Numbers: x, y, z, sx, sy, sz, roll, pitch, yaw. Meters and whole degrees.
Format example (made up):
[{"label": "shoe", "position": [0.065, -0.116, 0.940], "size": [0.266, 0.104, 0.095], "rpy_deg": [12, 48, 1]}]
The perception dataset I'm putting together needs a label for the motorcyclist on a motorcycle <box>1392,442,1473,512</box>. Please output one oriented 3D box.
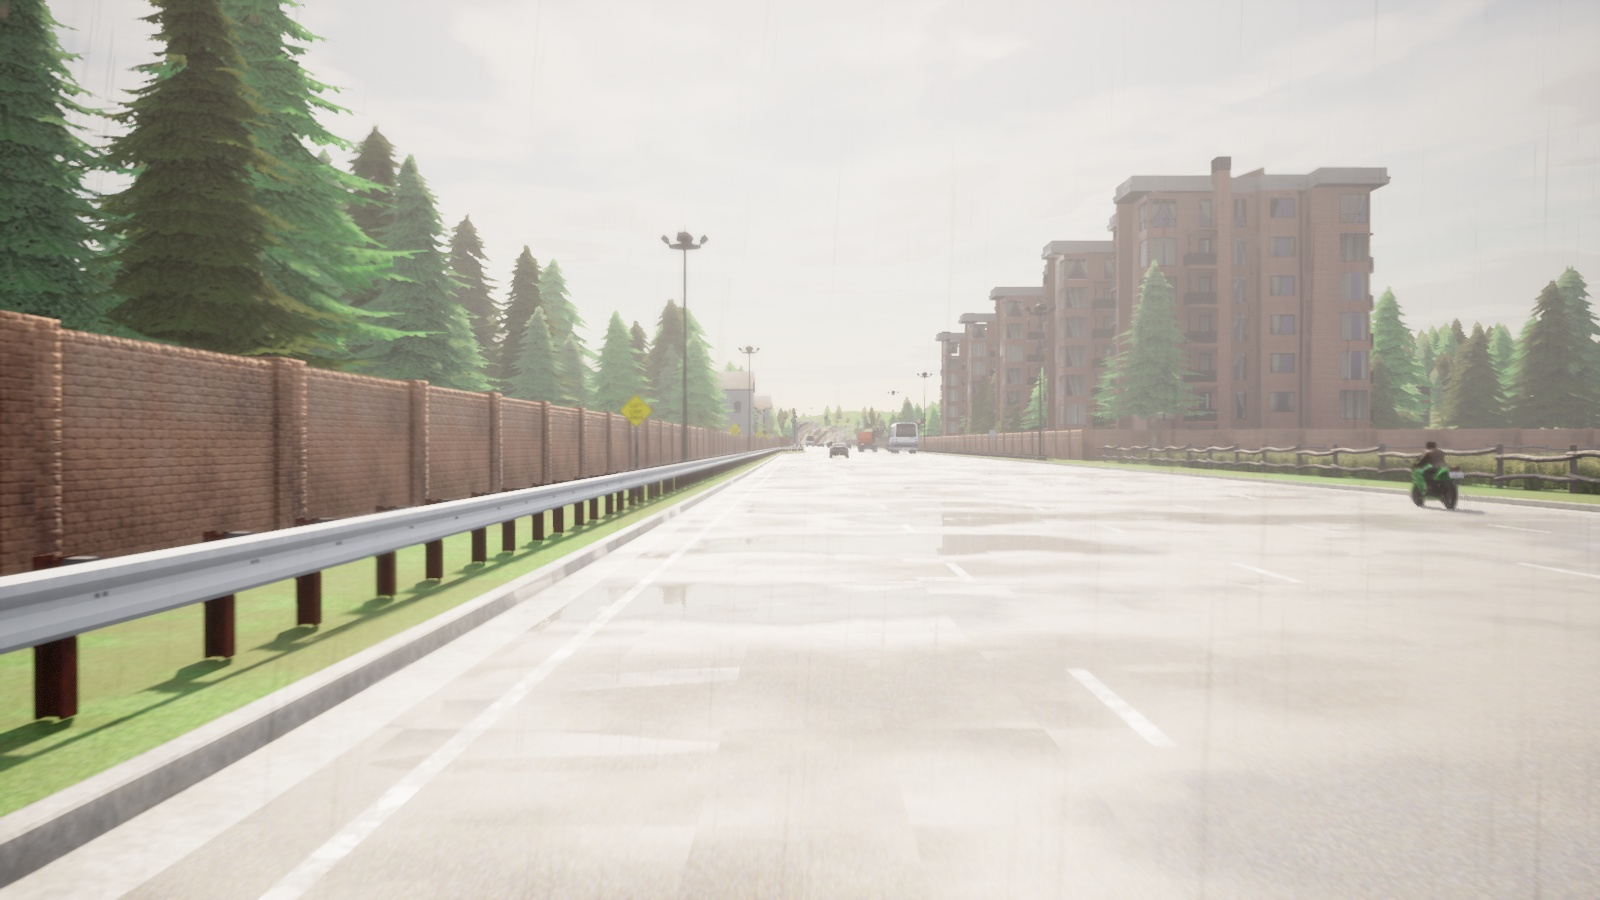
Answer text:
[{"label": "motorcyclist on a motorcycle", "position": [14.176, 0.580, 28.220], "size": [0.797, 1.523, 2.044], "rpy_deg": [0, 0, 0]}]
